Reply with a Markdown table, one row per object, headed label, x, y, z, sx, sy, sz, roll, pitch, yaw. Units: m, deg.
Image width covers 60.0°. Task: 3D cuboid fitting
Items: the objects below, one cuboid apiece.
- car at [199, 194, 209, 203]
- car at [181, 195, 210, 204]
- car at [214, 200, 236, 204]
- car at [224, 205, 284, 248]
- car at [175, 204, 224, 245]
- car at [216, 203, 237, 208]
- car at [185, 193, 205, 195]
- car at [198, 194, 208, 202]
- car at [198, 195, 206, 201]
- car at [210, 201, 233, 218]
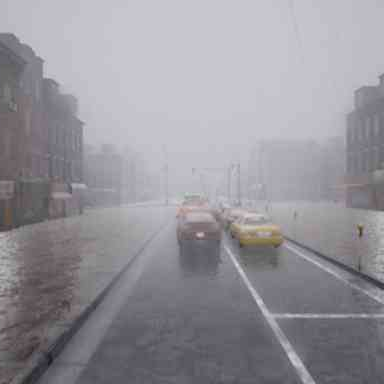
| label | x | y | z | sx | sy | sz | roll | pitch | yaw |
| --- | --- | --- | --- | --- | --- | --- | --- | --- | --- |
| car | 2.622 | 1.330 | 73.419 | 2.192 | 1.841 | 5.009 | -1 | 0 | 0 |
| car | 0.085 | 1.307 | 25.614 | 2.097 | 1.767 | 4.553 | 0 | 0 | 0 |
| car | 2.631 | 1.396 | 25.207 | 1.967 | 1.590 | 4.097 | 0 | 0 | 0 |
| car | 2.633 | 1.495 | 14.443 | 1.752 | 1.417 | 4.829 | 0 | 0 | 0 |
| car | 0.222 | 1.494 | 15.271 | 1.812 | 1.442 | 4.674 | 0 | 0 | -3 |
| car | 2.632 | 1.544 | 19.741 | 1.802 | 1.307 | 4.206 | 0 | 0 | 0 |
| car | 0.031 | 1.173 | 35.710 | 2.150 | 2.045 | 5.566 | 0 | 0 | 1 |
| car | 2.622 | 1.346 | 78.822 | 2.192 | 1.841 | 5.009 | -1 | 0 | 0 |
| car | 2.622 | 1.508 | 89.626 | 1.967 | 1.590 | 4.097 | -1 | 0 | 0 |
| car | 2.631 | 1.534 | 30.674 | 1.802 | 1.307 | 4.206 | 0 | 0 | 0 |
